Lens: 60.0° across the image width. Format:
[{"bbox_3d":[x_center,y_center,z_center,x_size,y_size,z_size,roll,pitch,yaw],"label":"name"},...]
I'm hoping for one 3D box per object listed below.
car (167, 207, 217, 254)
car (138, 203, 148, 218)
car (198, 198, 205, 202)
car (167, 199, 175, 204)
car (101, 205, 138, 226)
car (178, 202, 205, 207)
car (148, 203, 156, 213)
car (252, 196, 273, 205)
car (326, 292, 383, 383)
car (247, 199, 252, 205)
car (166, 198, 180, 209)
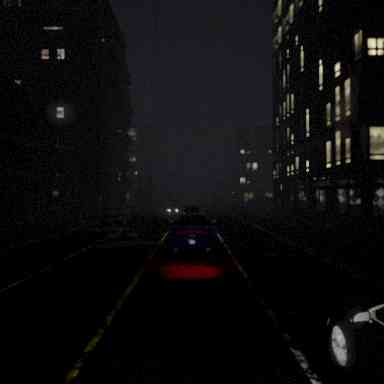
[{"bbox_3d":[0.024,1.629,14.230,1.882,1.535,5.008,0,0,0],"label":"car"},{"bbox_3d":[-5.701,1.885,31.173,2.008,1.369,4.403,0,-1,0],"label":"car"},{"bbox_3d":[2.659,2.453,91.798,1.967,1.590,4.097,0,-1,0],"label":"car"},{"bbox_3d":[-5.721,2.536,91.623,1.752,1.417,4.829,0,-1,0],"label":"car"},{"bbox_3d":[-5.700,1.824,25.525,2.008,1.369,4.403,0,-1,0],"label":"car"},{"bbox_3d":[0.016,1.835,28.890,1.812,1.442,4.674,0,0,0],"label":"car"},{"bbox_3d":[-5.755,2.057,44.089,1.802,1.307,4.206,0,-1,0],"label":"car"},{"bbox_3d":[14.673,1.722,64.062,5.009,1.841,2.192,-1,1,-1],"label":"car"},{"bbox_3d":[2.688,1.583,2.935,2.008,1.369,4.403,0,-1,0],"label":"car"},{"bbox_3d":[14.536,1.800,72.439,5.009,1.841,2.192,-1,1,-1],"label":"car"},{"bbox_3d":[-3.025,2.148,55.517,2.033,1.411,5.357,0,-1,0],"label":"car"}]
